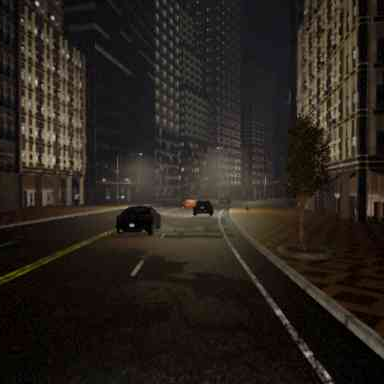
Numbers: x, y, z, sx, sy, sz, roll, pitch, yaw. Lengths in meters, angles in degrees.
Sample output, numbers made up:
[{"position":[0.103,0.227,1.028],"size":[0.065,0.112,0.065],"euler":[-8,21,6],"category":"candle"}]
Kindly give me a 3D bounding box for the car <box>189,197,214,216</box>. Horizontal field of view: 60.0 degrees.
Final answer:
[{"position":[1.257,1.575,34.219],"size":[2.033,1.649,4.856],"euler":[0,0,7],"category":"car"}]

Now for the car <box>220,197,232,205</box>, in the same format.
[{"position":[6.664,1.719,65.748],"size":[2.033,1.649,4.856],"euler":[0,-2,14],"category":"car"}]

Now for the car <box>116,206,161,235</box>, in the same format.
[{"position":[-2.948,1.528,19.212],"size":[1.882,1.535,5.008],"euler":[0,0,2],"category":"car"}]

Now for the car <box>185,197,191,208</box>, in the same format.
[{"position":[0.301,1.513,50.328],"size":[2.097,1.767,4.553],"euler":[0,0,10],"category":"car"}]
